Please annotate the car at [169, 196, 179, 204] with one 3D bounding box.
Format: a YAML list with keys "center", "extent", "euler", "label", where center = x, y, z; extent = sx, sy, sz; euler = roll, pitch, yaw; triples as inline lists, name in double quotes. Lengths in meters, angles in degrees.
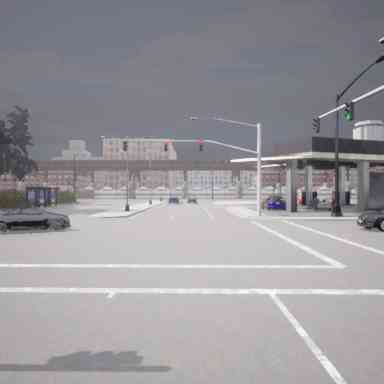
- center: [-3.478, 1.478, 64.405]
  extent: [1.882, 1.535, 5.008]
  euler: [0, 0, 0]
  label: "car"

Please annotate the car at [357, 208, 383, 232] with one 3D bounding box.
- center: [12.297, 1.505, 19.562]
  extent: [4.892, 1.490, 1.837]
  euler: [0, 0, -1]
  label: "car"

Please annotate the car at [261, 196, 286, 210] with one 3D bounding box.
- center: [9.724, 1.295, 39.725]
  extent: [2.242, 1.667, 4.611]
  euler: [0, 0, 0]
  label: "car"

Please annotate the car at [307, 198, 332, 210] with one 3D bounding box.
- center: [15.469, 1.456, 40.486]
  extent: [1.970, 1.475, 3.806]
  euler: [0, 0, 0]
  label: "car"

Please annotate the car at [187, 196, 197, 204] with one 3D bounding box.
- center: [0.022, 1.547, 64.404]
  extent: [2.033, 1.411, 5.357]
  euler: [0, 0, 0]
  label: "car"

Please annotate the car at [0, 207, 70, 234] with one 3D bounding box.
- center: [-9.211, 1.564, 19.050]
  extent: [4.181, 1.385, 1.994]
  euler: [0, 0, -24]
  label: "car"
